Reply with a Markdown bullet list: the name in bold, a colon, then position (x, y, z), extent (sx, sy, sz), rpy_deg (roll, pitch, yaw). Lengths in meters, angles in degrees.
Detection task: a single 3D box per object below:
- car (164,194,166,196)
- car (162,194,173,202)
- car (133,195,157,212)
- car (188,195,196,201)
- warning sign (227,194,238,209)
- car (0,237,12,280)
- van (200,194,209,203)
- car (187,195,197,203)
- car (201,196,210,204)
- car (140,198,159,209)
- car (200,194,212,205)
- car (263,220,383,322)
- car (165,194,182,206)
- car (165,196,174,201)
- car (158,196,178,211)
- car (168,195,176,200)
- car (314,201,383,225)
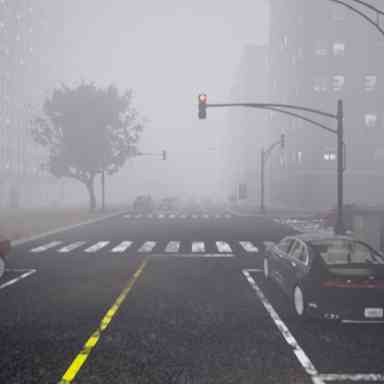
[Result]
- **car**: position (-5.698, 1.608, 72.627), extent (1.947, 1.339, 4.313), rpy_deg (0, 0, 0)
- **car**: position (-5.699, 1.365, 78.149), extent (2.192, 1.841, 5.009), rpy_deg (0, 0, 0)
- **car**: position (-5.695, 1.326, 39.489), extent (2.192, 1.841, 5.009), rpy_deg (0, 0, 0)
- **car**: position (-0.007, 1.426, 79.233), extent (1.812, 1.442, 4.674), rpy_deg (0, 0, 0)
- **warning sign**: position (5.066, 1.128, 41.615), extent (1.300, 1.860, 1.060), rpy_deg (0, 0, 0)
- **car**: position (-5.691, 1.544, 7.101), extent (1.887, 1.381, 4.507), rpy_deg (0, 0, 0)
- **van**: position (2.682, 1.383, 72.627), extent (1.690, 1.788, 3.998), rpy_deg (0, 0, 0)
- **car**: position (-0.007, 1.638, 69.256), extent (1.895, 1.301, 4.718), rpy_deg (0, 0, 0)
- **car**: position (2.683, 1.560, 67.274), extent (1.752, 1.417, 4.829), rpy_deg (0, 0, 0)
- **car**: position (-5.695, 1.581, 45.012), extent (1.947, 1.339, 4.313), rpy_deg (0, 0, 0)
- **car**: position (2.684, 1.595, 61.581), extent (1.947, 1.339, 4.313), rpy_deg (0, 0, 0)
- **car**: position (2.689, 1.550, 7.102), extent (2.008, 1.369, 4.403), rpy_deg (0, 0, 0)
- **car**: position (-3.090, 1.501, 55.747), extent (1.882, 1.535, 5.008), rpy_deg (0, 0, 0)
- **car**: position (-5.699, 1.610, 83.672), extent (2.008, 1.369, 4.403), rpy_deg (0, 0, 0)
- **car**: position (-3.101, 1.537, 40.827), extent (1.812, 1.442, 4.674), rpy_deg (0, 0, 0)
- **car**: position (-5.701, 1.630, 94.718), extent (2.008, 1.369, 4.403), rpy_deg (0, 0, 0)
- **car**: position (10.364, 1.436, 20.909), extent (4.718, 1.301, 1.895), rpy_deg (-1, 0, -2)
